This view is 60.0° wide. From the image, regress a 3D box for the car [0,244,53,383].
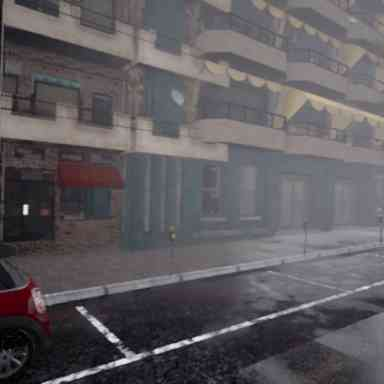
[{"bbox_3d":[-3.897,1.429,3.761,4.097,1.590,1.967,1,1,-35],"label":"car"}]
